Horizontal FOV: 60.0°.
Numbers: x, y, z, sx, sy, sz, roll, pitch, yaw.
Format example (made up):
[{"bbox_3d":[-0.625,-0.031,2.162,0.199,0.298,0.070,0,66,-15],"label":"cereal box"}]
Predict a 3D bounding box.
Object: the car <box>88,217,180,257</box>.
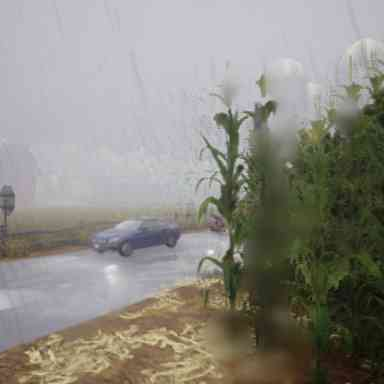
[{"bbox_3d":[-2.387,1.868,14.922,1.812,1.442,4.674,-1,-1,35],"label":"car"}]
